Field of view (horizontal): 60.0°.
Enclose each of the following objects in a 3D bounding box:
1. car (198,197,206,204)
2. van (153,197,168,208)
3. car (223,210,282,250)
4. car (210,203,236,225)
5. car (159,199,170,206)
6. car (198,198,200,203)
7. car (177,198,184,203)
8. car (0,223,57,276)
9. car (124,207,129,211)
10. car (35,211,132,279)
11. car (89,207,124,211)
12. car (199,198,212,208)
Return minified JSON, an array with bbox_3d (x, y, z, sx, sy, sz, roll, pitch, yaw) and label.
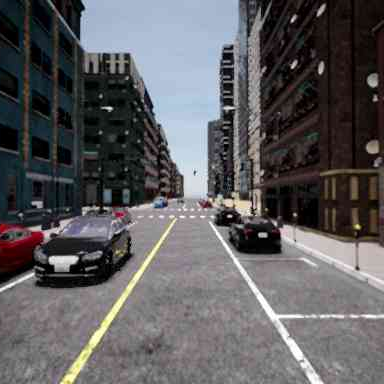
[{"bbox_3d":[2.640,2.223,85.803,1.967,1.590,4.097,0,-1,0],"label":"car"},{"bbox_3d":[-5.721,1.863,58.162,1.690,1.788,3.998,0,-1,0],"label":"van"},{"bbox_3d":[2.688,1.694,14.714,1.947,1.339,4.313,0,-1,0],"label":"car"},{"bbox_3d":[2.681,1.791,25.761,1.947,1.339,4.313,0,-1,0],"label":"car"},{"bbox_3d":[-5.730,2.170,69.216,1.887,1.381,4.507,0,-1,0],"label":"car"},{"bbox_3d":[2.652,2.064,69.221,1.967,1.590,4.097,0,-1,0],"label":"car"},{"bbox_3d":[-3.062,2.312,91.915,2.033,1.411,5.357,0,-1,0],"label":"car"},{"bbox_3d":[-5.689,1.626,9.198,1.887,1.381,4.507,0,0,0],"label":"car"},{"bbox_3d":[-5.701,1.808,25.767,1.802,1.307,4.206,0,-1,0],"label":"car"},{"bbox_3d":[-3.105,1.583,10.395,2.128,1.511,4.902,0,0,0],"label":"car"},{"bbox_3d":[-5.697,1.743,20.244,1.947,1.339,4.313,0,-1,0],"label":"car"},{"bbox_3d":[2.658,2.103,58.165,1.802,1.307,4.206,0,-1,0],"label":"car"}]
